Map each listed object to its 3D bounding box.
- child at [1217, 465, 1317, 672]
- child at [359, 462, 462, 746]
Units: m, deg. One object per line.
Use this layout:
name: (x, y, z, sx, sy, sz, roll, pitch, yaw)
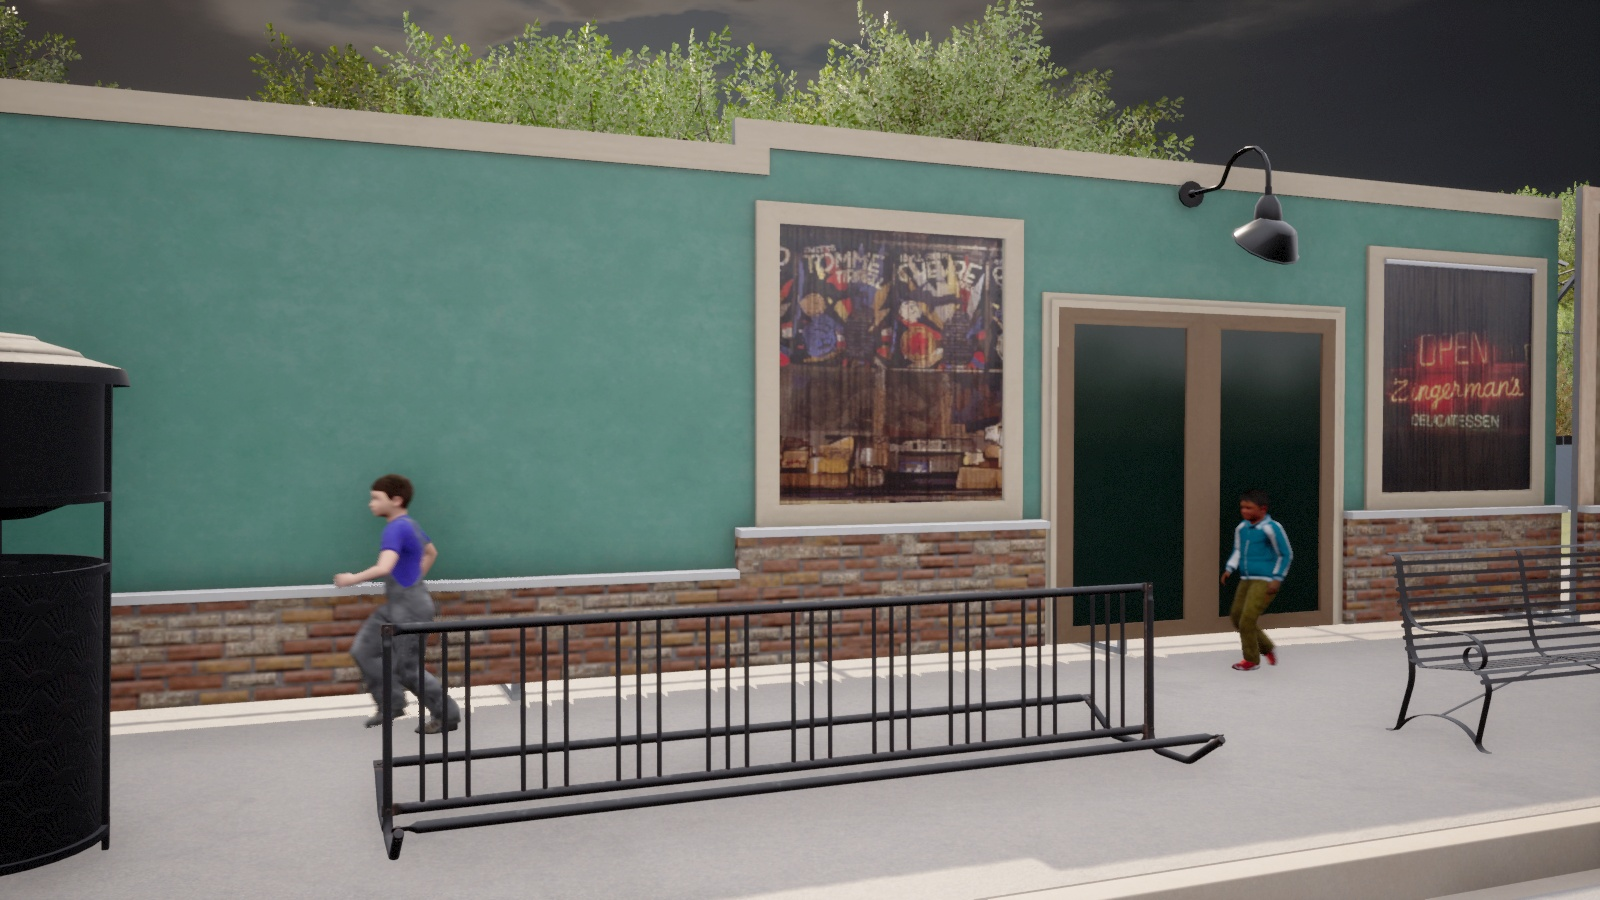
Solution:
child: (2.809, 0.697, 7.562, 0.448, 1.192, 0.343, -1, 1, -21)
child: (-1.812, 0.694, 5.834, 0.437, 1.263, 0.270, -1, 1, -19)
